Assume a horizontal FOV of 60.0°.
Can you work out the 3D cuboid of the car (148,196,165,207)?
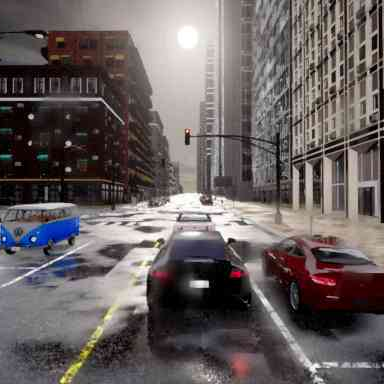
[{"bbox_3d":[-5.675,1.563,50.904,2.008,1.369,4.403,1,0,0],"label":"car"}]

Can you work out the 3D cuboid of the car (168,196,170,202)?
[{"bbox_3d":[-5.675,1.580,62.213,1.947,1.339,4.313,1,0,0],"label":"car"}]

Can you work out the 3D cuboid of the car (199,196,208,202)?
[{"bbox_3d":[2.706,1.599,79.179,1.802,1.307,4.206,1,0,0],"label":"car"}]

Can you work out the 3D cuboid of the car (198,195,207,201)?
[{"bbox_3d":[2.707,1.569,84.834,2.008,1.369,4.403,1,0,0],"label":"car"}]

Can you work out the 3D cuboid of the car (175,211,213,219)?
[{"bbox_3d":[0.096,1.606,16.584,1.895,1.301,4.718,0,0,0],"label":"car"}]

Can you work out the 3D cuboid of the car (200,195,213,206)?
[{"bbox_3d":[2.704,1.596,56.561,1.802,1.307,4.206,1,0,0],"label":"car"}]

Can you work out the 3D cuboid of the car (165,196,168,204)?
[{"bbox_3d":[-5.675,1.564,56.559,2.008,1.369,4.403,1,0,0],"label":"car"}]

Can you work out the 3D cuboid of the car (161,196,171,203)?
[{"bbox_3d":[-5.674,1.598,73.523,1.802,1.307,4.206,1,0,0],"label":"car"}]

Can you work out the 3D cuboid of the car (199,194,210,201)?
[{"bbox_3d":[2.709,1.330,62.215,2.192,1.841,5.009,1,0,0],"label":"car"}]

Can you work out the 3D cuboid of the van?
[{"bbox_3d":[-5.761,1.345,12.988,1.690,1.788,3.998,1,0,0],"label":"van"}]

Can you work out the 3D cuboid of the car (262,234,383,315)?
[{"bbox_3d":[2.701,1.584,7.303,1.802,1.307,4.206,1,0,0],"label":"car"}]

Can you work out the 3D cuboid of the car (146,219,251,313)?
[{"bbox_3d":[0.104,1.566,7.766,1.994,1.385,4.181,0,0,-1],"label":"car"}]
